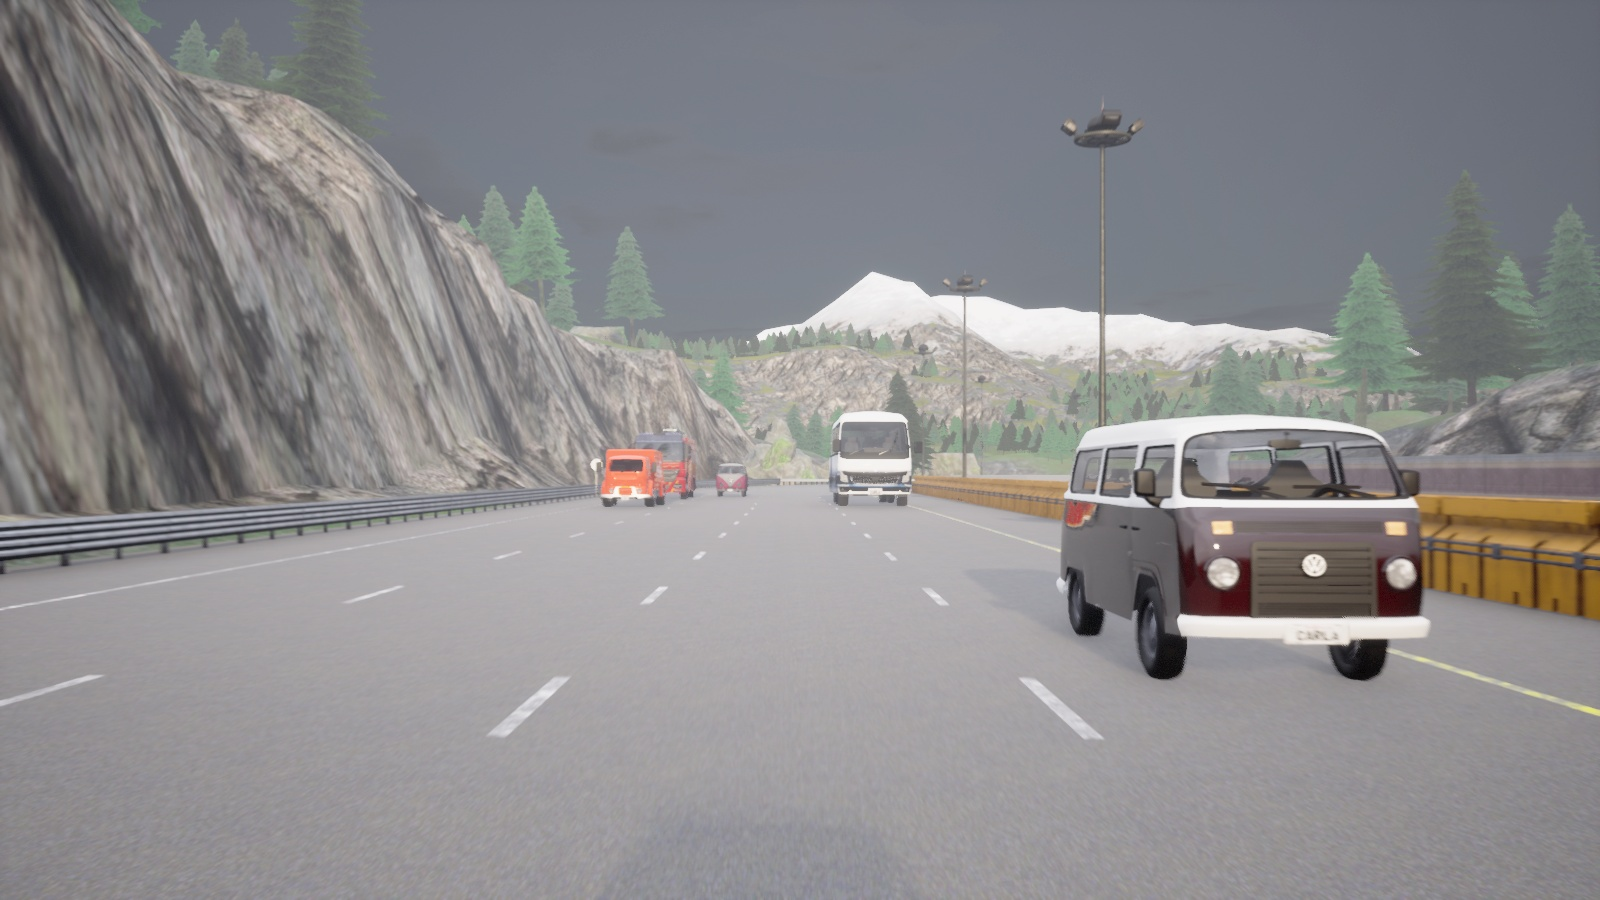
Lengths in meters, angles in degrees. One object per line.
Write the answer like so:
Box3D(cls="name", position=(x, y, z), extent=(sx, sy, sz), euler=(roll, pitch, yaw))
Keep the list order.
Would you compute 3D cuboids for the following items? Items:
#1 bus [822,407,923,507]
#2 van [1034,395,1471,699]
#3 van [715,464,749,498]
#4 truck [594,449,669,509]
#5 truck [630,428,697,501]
Box3D(cls="bus", position=(3.188, 0.405, 58.720), extent=(3.944, 4.253, 10.273), euler=(0, -1, -1))
Box3D(cls="van", position=(3.466, 0.705, 10.705), extent=(2.069, 2.038, 4.480), euler=(0, -1, 0))
Box3D(cls="van", position=(-4.065, 1.849, 75.791), extent=(1.775, 1.987, 4.442), euler=(0, -1, 0))
Box3D(cls="truck", position=(-7.247, 1.270, 54.538), extent=(2.627, 2.467, 5.204), euler=(0, -1, -1))
Box3D(cls="truck", position=(-7.509, 0.853, 70.270), extent=(2.891, 3.827, 8.468), euler=(0, -1, -1))
